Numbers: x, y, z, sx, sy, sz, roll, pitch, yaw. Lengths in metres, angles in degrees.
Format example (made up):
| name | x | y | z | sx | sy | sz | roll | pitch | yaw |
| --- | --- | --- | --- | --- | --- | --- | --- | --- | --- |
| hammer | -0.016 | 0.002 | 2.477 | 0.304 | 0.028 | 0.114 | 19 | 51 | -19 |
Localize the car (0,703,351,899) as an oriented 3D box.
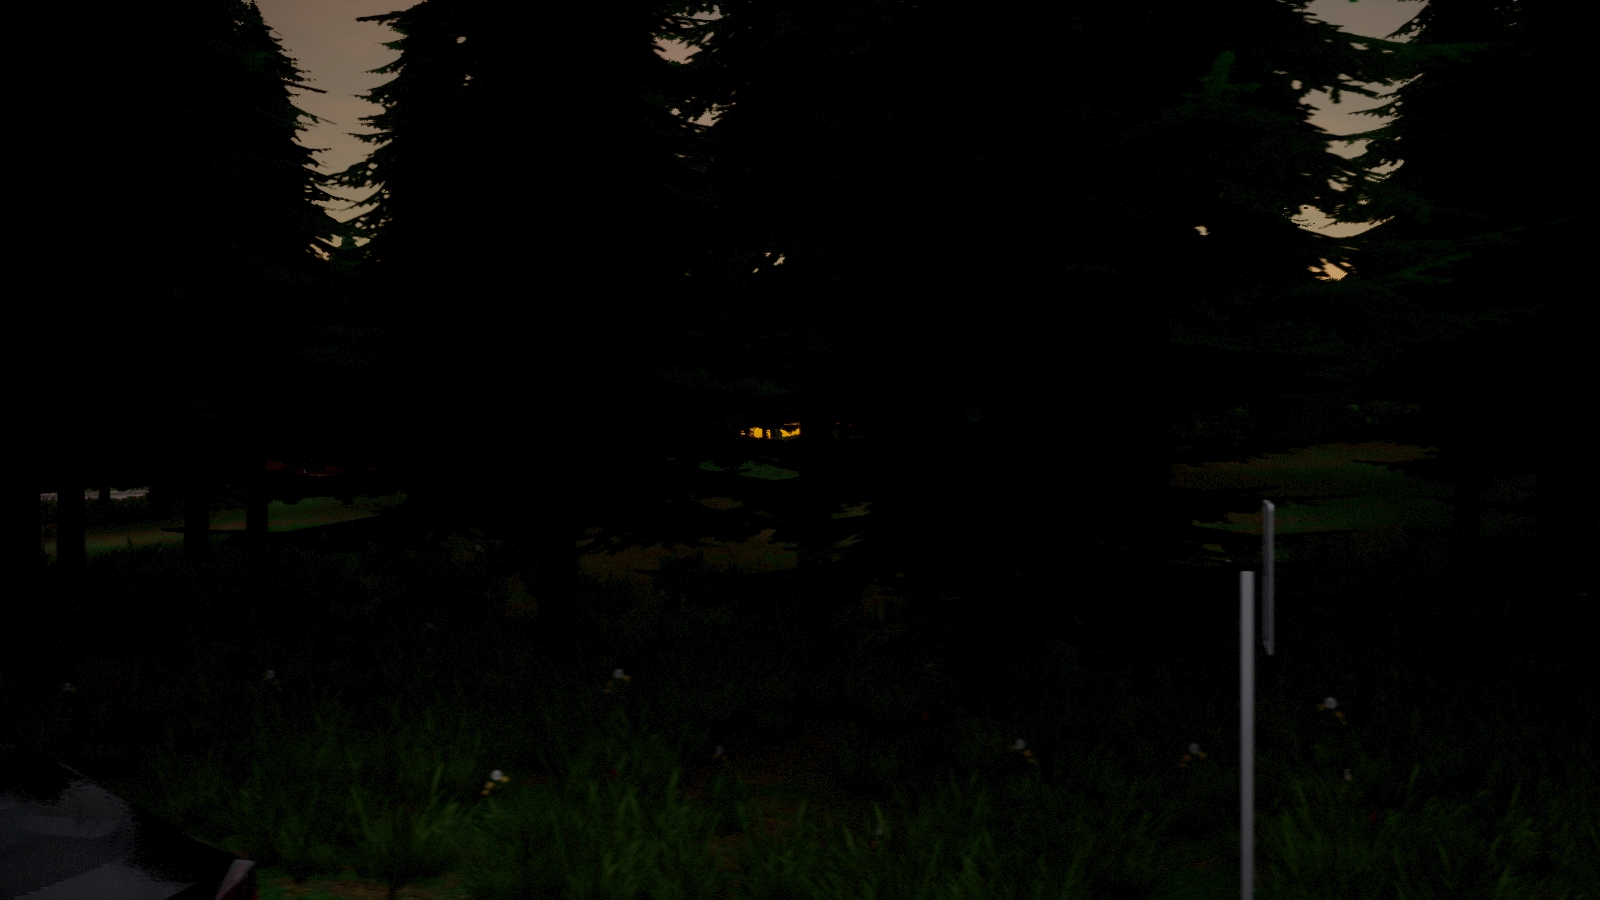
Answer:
| name | x | y | z | sx | sy | sz | roll | pitch | yaw |
| --- | --- | --- | --- | --- | --- | --- | --- | --- | --- |
| car | -4.653 | 2.059 | 4.964 | 4.792 | 1.488 | 2.163 | 0 | 0 | 20 |
